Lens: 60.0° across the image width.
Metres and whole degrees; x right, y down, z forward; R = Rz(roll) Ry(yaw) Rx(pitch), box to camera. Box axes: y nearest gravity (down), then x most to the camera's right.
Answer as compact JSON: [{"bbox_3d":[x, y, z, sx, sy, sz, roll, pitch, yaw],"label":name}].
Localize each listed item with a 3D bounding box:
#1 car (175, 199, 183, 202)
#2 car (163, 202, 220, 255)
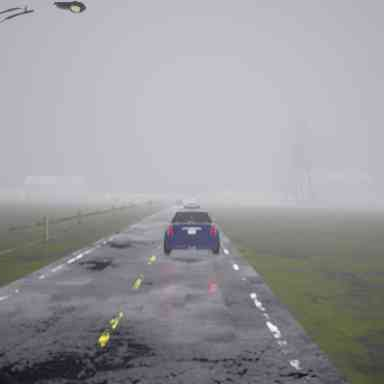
[{"bbox_3d":[-2.770,2.204,71.013,1.837,1.490,4.892,0,-1,0],"label":"car"},{"bbox_3d":[-0.003,1.485,14.078,2.097,1.767,4.553,0,-1,0],"label":"car"}]
